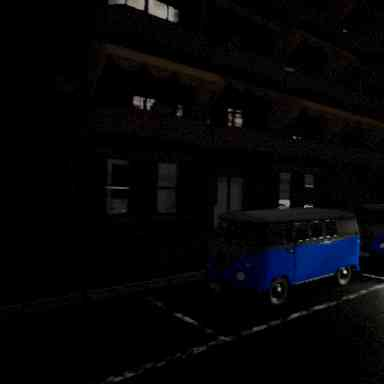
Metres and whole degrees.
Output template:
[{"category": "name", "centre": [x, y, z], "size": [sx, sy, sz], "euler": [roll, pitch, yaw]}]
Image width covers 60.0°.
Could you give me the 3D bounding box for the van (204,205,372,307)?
[{"category": "van", "centre": [2.162, 1.294, 7.588], "size": [3.998, 1.788, 1.690], "euler": [-1, 2, -35]}]

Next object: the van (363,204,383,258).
[{"category": "van", "centre": [6.678, 1.258, 10.783], "size": [3.998, 1.788, 1.690], "euler": [0, 2, -35]}]
